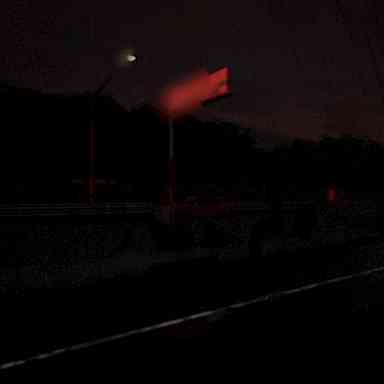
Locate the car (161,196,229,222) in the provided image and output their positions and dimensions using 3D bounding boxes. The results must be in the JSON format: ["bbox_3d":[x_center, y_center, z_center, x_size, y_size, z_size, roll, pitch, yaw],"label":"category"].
[{"bbox_3d":[0.321,1.347,25.718,5.566,2.045,2.150,1,0,-35],"label":"car"}]

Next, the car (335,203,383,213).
[{"bbox_3d":[14.063,1.727,26.918,5.008,1.535,1.882,1,0,-35],"label":"car"}]

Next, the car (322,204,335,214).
[{"bbox_3d":[14.230,1.783,31.333,4.892,1.490,1.837,1,0,-35],"label":"car"}]
